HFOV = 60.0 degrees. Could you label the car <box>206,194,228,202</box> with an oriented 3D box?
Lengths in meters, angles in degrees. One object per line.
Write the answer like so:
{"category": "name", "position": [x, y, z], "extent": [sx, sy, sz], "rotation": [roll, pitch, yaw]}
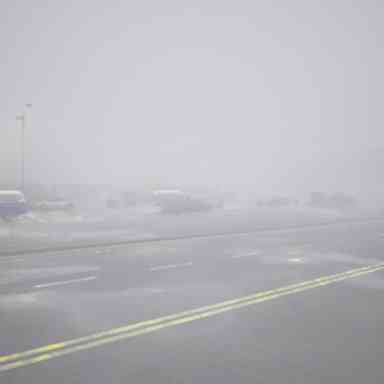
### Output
{"category": "car", "position": [4.784, 1.097, 63.782], "extent": [3.806, 1.475, 1.970], "rotation": [0, 0, -35]}

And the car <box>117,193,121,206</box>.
{"category": "car", "position": [-9.580, 1.080, 53.843], "extent": [3.905, 1.438, 1.784], "rotation": [0, 0, -35]}

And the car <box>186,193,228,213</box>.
{"category": "car", "position": [1.686, 1.216, 37.569], "extent": [3.806, 1.475, 1.970], "rotation": [0, 0, -35]}

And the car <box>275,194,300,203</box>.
{"category": "car", "position": [22.411, 1.218, 76.827], "extent": [2.033, 1.411, 5.357], "rotation": [0, 0, -33]}

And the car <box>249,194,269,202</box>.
{"category": "car", "position": [16.718, 1.218, 85.545], "extent": [1.895, 1.301, 4.718], "rotation": [0, 0, -33]}

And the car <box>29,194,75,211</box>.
{"category": "car", "position": [-14.020, 1.199, 33.737], "extent": [3.806, 1.475, 1.970], "rotation": [0, 0, -35]}

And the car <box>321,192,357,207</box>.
{"category": "car", "position": [19.198, 0.988, 42.851], "extent": [4.605, 1.855, 1.932], "rotation": [0, 0, -35]}

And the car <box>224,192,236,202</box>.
{"category": "car", "position": [6.420, 0.873, 61.392], "extent": [3.866, 1.878, 1.905], "rotation": [0, 0, -35]}

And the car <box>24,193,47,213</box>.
{"category": "car", "position": [-15.664, 1.152, 36.119], "extent": [3.905, 1.438, 1.784], "rotation": [0, 0, -35]}

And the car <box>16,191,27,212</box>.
{"category": "car", "position": [-17.229, 0.927, 38.298], "extent": [4.605, 1.855, 1.932], "rotation": [0, 0, -35]}

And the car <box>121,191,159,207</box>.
{"category": "car", "position": [-7.987, 0.885, 51.422], "extent": [4.605, 1.855, 1.932], "rotation": [0, 0, -35]}

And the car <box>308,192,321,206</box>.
{"category": "car", "position": [17.598, 0.976, 45.264], "extent": [3.866, 1.878, 1.905], "rotation": [0, 0, -35]}
